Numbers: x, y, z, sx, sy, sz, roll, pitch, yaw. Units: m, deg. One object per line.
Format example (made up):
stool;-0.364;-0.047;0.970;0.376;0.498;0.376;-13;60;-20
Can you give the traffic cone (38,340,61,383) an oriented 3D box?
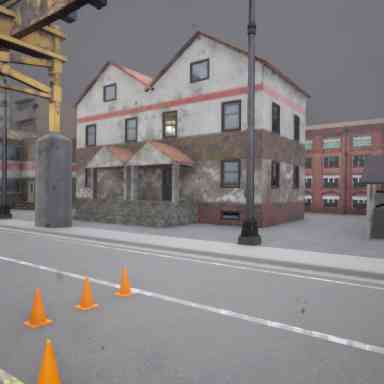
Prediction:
traffic cone;-1.599;1.952;3.710;0.340;0.580;0.340;0;0;36

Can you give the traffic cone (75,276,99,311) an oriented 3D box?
traffic cone;-2.053;1.949;6.502;0.340;0.580;0.340;0;0;36

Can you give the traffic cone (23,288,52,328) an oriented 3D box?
traffic cone;-2.637;1.949;5.690;0.340;0.580;0.340;0;0;36

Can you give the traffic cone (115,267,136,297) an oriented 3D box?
traffic cone;-1.468;1.949;7.313;0.340;0.580;0.340;0;0;36
